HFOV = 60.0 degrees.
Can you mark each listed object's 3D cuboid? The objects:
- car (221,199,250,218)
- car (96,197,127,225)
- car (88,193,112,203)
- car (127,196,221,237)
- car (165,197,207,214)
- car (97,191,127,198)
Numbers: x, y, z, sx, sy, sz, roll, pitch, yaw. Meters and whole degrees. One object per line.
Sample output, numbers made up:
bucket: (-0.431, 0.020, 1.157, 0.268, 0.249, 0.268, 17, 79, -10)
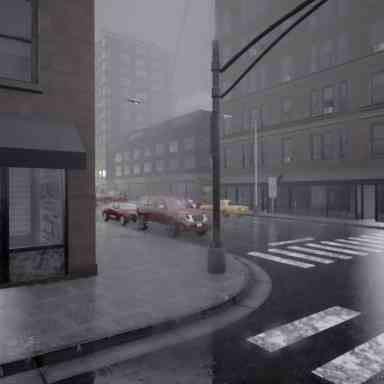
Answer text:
car: (2.466, 1.221, 26.674, 1.752, 1.417, 4.829, 1, 0, -36)
car: (-4.348, 1.288, 21.549, 1.887, 1.381, 4.507, 1, 0, -36)
car: (-13.495, 0.882, 48.748, 2.008, 1.369, 4.403, 1, 0, -36)
car: (-1.132, 1.138, 17.106, 2.192, 1.841, 5.009, 1, 0, -36)
car: (-0.647, 1.203, 30.979, 1.802, 1.307, 4.206, 1, 0, -36)
car: (-10.280, 0.716, 44.304, 2.192, 1.841, 5.009, 1, 0, -36)
